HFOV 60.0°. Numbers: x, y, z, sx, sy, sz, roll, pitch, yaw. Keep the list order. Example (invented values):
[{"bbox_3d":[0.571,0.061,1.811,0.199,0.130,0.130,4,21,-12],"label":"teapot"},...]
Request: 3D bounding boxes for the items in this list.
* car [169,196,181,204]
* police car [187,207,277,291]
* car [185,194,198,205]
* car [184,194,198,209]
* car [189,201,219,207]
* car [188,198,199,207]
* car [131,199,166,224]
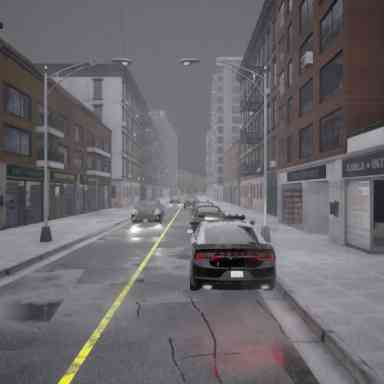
[{"bbox_3d":[-3.087,1.437,60.573,1.882,1.535,5.008,0,0,0],"label":"car"},{"bbox_3d":[0.888,1.424,9.181,1.930,1.638,5.238,0,0,0],"label":"police car"},{"bbox_3d":[-0.086,1.313,59.548,2.097,1.767,4.553,0,0,0],"label":"car"},{"bbox_3d":[-0.054,1.328,45.961,2.097,1.767,4.553,0,0,0],"label":"car"},{"bbox_3d":[0.873,1.501,19.071,1.837,1.490,4.892,0,0,0],"label":"car"},{"bbox_3d":[0.864,1.471,25.071,1.882,1.535,5.008,0,0,0],"label":"car"},{"bbox_3d":[-3.136,1.345,24.659,2.097,1.767,4.553,0,0,0],"label":"car"}]
